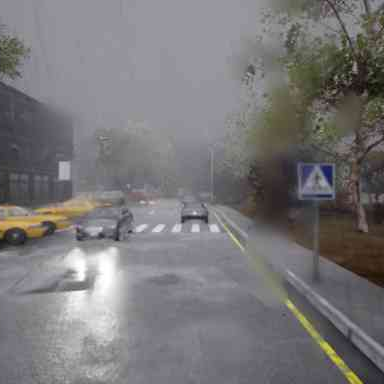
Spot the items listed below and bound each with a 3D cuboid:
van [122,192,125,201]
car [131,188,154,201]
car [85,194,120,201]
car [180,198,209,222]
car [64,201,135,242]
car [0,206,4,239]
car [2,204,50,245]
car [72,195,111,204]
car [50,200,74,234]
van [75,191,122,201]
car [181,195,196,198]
[{"bbox_3d":[-9.297,0.926,34.656,4.442,1.987,1.878,-1,1,-20],"label":"van"},{"bbox_3d":[-8.702,0.421,57.896,2.150,2.045,5.566,0,1,-33],"label":"car"},{"bbox_3d":[-9.156,1.266,28.713,5.008,1.535,2.097,-1,1,-20],"label":"car"},{"bbox_3d":[0.196,1.405,24.698,1.994,1.385,4.181,0,1,0],"label":"car"},{"bbox_3d":[-3.922,1.392,15.707,2.128,1.511,4.902,0,0,0],"label":"car"},{"bbox_3d":[-9.141,1.419,10.693,4.892,1.521,2.231,-1,0,-20],"label":"car"},{"bbox_3d":[-8.954,1.393,13.758,5.366,1.575,1.946,-1,0,-20],"label":"car"},{"bbox_3d":[-9.306,1.316,25.645,5.366,1.575,1.946,-1,1,-20],"label":"car"},{"bbox_3d":[-8.952,1.374,16.759,5.366,1.575,1.946,-1,0,-20],"label":"car"},{"bbox_3d":[-9.279,0.984,31.655,4.442,1.987,1.878,-1,1,-20],"label":"van"},{"bbox_3d":[-0.439,1.095,41.670,1.994,1.385,4.181,0,1,-6],"label":"car"}]
